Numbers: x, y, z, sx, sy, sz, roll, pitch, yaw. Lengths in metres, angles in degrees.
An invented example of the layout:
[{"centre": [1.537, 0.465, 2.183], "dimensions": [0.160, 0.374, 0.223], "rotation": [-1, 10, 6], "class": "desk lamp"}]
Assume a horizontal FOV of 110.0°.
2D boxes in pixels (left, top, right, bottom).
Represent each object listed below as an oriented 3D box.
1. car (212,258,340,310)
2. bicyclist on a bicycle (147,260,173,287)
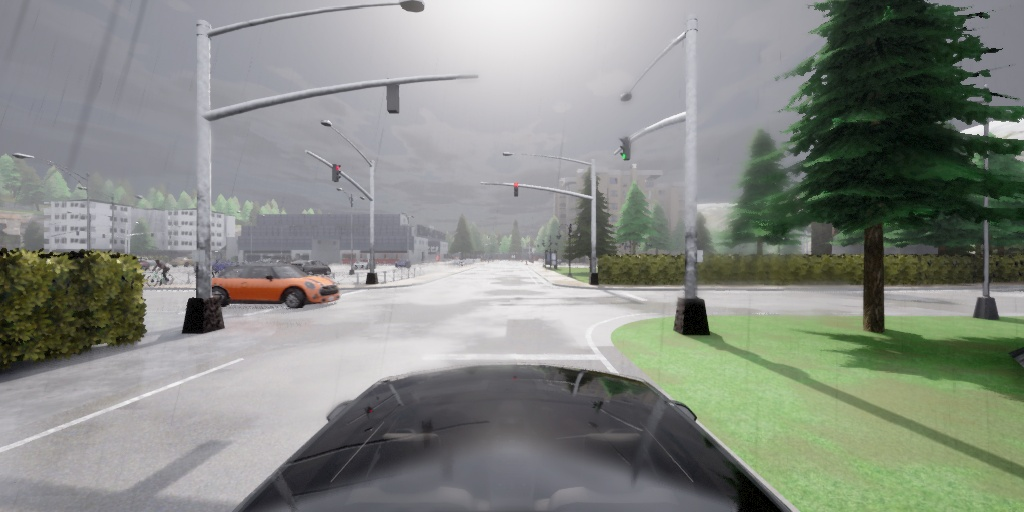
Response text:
[{"centre": [-9.406, 1.101, 14.359], "dimensions": [4.553, 1.767, 2.097], "rotation": [0, 0, 3], "class": "car"}, {"centre": [-21.759, 1.051, 22.176], "dimensions": [0.582, 1.620, 1.656], "rotation": [0, 0, 1], "class": "bicyclist on a bicycle"}]
